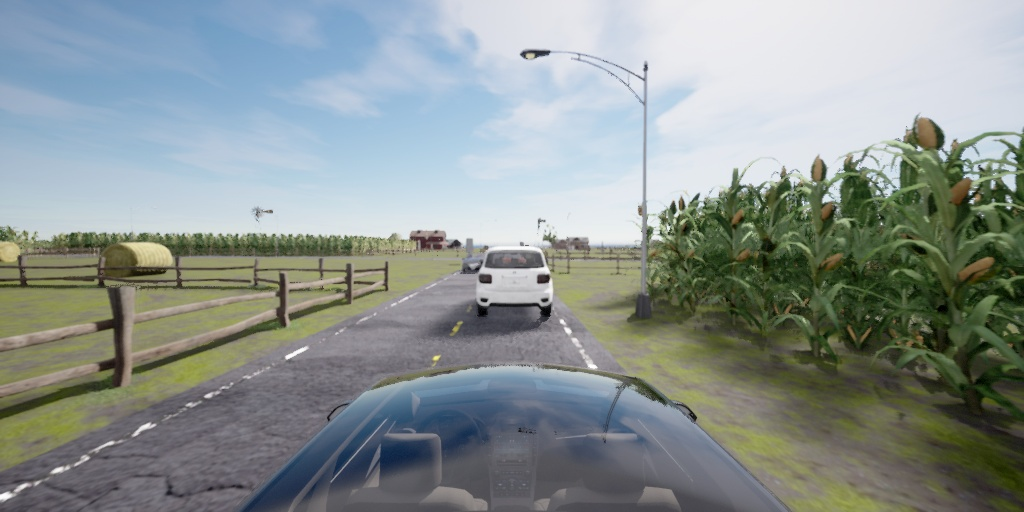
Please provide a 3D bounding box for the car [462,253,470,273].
[{"bbox_3d":[-2.892,0.514,28.919,2.128,1.511,4.902,0,2,0],"label":"car"}]

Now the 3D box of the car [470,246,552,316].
[{"bbox_3d":[0.068,0.695,12.050,2.150,2.045,5.566,0,2,0],"label":"car"}]
